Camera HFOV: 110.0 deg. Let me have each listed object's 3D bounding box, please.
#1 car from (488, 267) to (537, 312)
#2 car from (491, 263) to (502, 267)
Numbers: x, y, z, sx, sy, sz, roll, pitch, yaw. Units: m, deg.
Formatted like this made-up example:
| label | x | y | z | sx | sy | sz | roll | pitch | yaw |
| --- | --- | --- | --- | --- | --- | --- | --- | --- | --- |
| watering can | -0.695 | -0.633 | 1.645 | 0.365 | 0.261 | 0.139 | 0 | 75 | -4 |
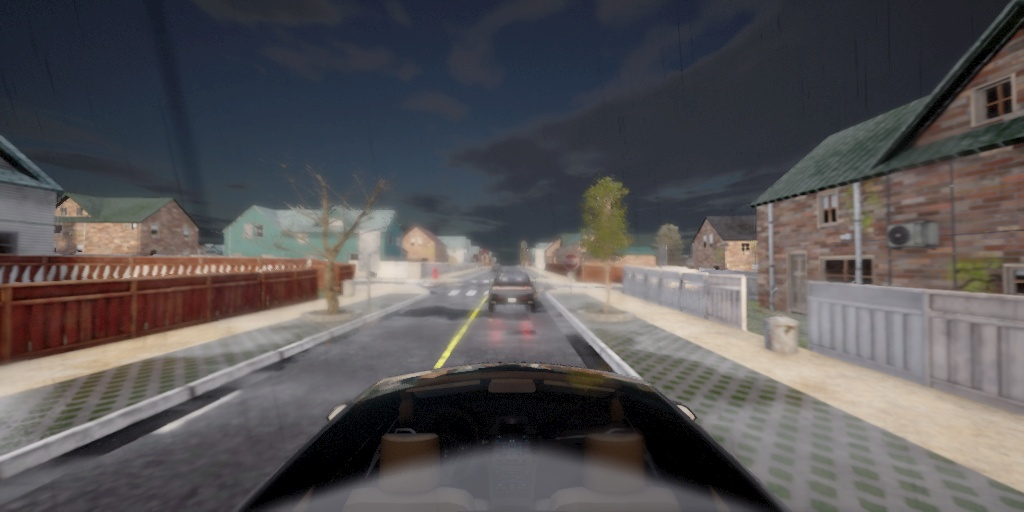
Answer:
| label | x | y | z | sx | sy | sz | roll | pitch | yaw |
| --- | --- | --- | --- | --- | --- | --- | --- | --- | --- |
| car | 0.026 | 1.397 | 15.232 | 2.128 | 1.511 | 4.902 | 0 | -1 | 1 |
| car | -2.777 | 2.066 | 64.438 | 1.837 | 1.490 | 4.892 | 0 | -1 | 1 |
